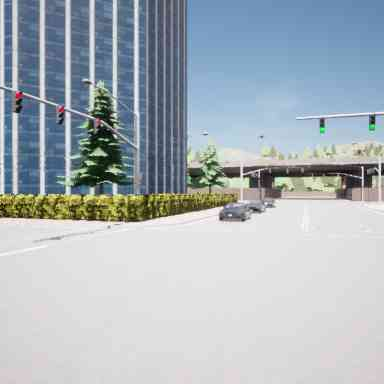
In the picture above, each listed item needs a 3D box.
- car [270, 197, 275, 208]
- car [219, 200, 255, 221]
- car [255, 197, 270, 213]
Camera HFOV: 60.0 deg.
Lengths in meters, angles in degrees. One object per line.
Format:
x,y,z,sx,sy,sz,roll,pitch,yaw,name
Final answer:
10.834,1.492,47.654,2.128,1.511,4.902,0,0,20,car
3.540,1.564,26.925,1.994,1.385,4.181,0,0,19,car
7.062,1.547,36.975,2.033,1.411,5.357,0,0,19,car
